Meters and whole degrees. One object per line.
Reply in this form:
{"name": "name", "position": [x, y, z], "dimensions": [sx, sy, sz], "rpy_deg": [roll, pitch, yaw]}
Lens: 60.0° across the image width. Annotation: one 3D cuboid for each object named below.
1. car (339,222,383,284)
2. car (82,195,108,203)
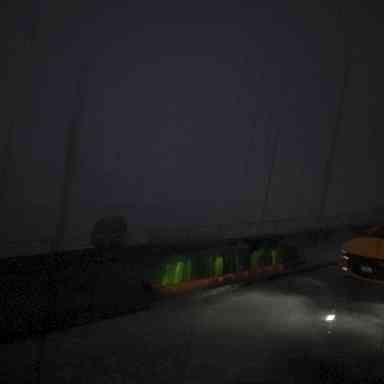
{"name": "car", "position": [5.882, 1.426, 8.756], "dimensions": [5.008, 1.535, 1.882], "rpy_deg": [0, 0, -35]}
{"name": "car", "position": [-19.293, 1.389, 66.335], "dimensions": [4.892, 1.490, 1.837], "rpy_deg": [0, 0, -36]}
